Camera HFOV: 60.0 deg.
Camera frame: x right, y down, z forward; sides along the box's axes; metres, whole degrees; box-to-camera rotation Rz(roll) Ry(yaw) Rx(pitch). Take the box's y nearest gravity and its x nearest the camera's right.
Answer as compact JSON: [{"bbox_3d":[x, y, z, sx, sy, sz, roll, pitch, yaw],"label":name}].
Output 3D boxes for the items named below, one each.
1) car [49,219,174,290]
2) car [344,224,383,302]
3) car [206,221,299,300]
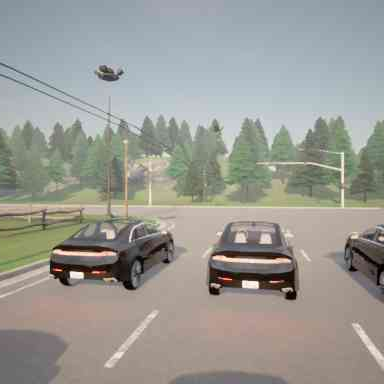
[{"bbox_3d":[-1.861,1.491,9.188,2.128,1.511,4.902,0,0,12],"label":"car"},{"bbox_3d":[5.003,1.491,7.806,2.128,1.511,4.902,0,0,12],"label":"car"},{"bbox_3d":[1.570,1.491,8.489,2.128,1.511,4.902,0,0,12],"label":"car"}]
